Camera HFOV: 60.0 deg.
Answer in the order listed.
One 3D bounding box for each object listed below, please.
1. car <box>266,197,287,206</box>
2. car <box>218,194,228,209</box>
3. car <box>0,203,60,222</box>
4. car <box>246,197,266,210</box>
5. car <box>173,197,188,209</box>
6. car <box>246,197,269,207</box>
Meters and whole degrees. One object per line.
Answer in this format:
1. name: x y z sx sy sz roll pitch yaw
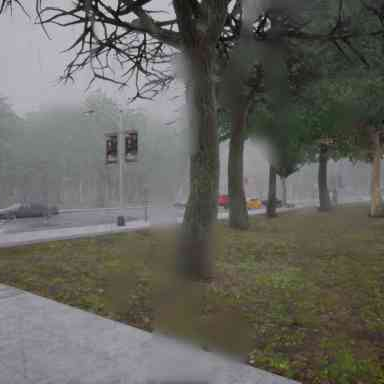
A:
1. car: 13.625 1.570 53.505 1.882 1.535 5.008 0 0 36
2. car: 4.830 1.290 46.714 2.150 2.045 5.566 0 0 36
3. car: -13.484 1.567 26.921 2.033 1.411 5.357 0 0 36
4. car: 7.827 1.551 45.308 1.882 1.535 5.008 0 0 36
5. car: -0.612 1.408 44.894 2.097 1.767 4.553 0 0 36
6. car: 10.914 1.593 55.302 1.837 1.490 4.892 0 0 36
